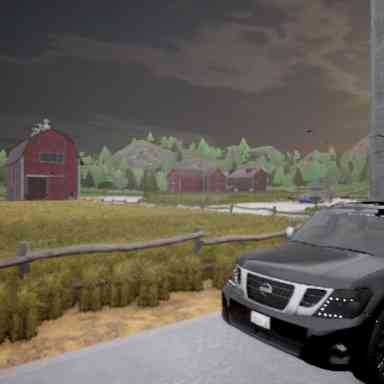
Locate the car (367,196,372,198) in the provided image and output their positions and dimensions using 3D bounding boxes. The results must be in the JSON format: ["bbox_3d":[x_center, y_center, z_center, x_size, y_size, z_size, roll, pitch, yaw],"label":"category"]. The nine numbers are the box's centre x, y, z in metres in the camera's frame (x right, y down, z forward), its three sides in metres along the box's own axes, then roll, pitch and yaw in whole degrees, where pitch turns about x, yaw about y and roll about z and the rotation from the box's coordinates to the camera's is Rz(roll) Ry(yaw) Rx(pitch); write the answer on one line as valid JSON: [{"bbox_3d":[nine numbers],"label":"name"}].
[{"bbox_3d":[41.407,1.117,74.797,1.905,1.878,3.866,0,0,-36],"label":"car"}]

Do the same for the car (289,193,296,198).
[{"bbox_3d":[25.363,1.141,79.497,1.932,1.855,4.605,0,0,-36],"label":"car"}]

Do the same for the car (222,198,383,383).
[{"bbox_3d":[3.101,1.214,5.651,5.566,2.045,2.150,0,0,-35],"label":"car"}]

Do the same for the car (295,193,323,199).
[{"bbox_3d":[21.854,1.347,60.529,2.242,1.667,4.611,0,0,-36],"label":"car"}]
